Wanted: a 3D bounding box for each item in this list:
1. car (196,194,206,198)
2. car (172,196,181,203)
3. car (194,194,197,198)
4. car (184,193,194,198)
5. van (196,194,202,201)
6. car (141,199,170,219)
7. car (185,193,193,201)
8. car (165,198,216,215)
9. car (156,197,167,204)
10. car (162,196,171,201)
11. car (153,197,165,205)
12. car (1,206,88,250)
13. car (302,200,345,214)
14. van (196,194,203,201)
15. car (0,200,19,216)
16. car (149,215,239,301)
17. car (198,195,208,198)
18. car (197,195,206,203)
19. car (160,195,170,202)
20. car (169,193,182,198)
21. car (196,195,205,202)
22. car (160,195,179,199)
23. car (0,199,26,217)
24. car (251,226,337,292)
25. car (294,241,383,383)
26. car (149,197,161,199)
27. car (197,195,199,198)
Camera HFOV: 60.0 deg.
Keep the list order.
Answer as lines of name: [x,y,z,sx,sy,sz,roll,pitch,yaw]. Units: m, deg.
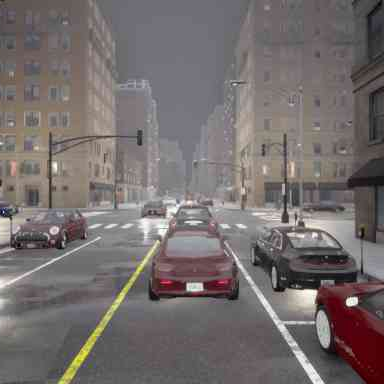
car: [2.256,1.595,63.807,1.752,1.417,4.829,0,0,-1]
car: [-3.567,1.659,76.103,1.994,1.385,4.181,0,0,-1]
car: [2.191,1.399,69.144,2.192,1.841,5.009,0,0,-1]
car: [-0.606,1.342,79.348,2.150,2.045,5.566,0,0,-1]
van: [1.921,1.504,91.171,1.690,1.788,3.998,0,0,-1]
car: [-3.177,1.534,28.667,1.994,1.385,4.181,0,0,0]
car: [-0.738,1.384,90.066,2.150,2.045,5.566,0,0,-1]
car: [0.055,1.358,15.537,2.097,1.767,4.553,0,0,0]
car: [-6.335,1.666,69.045,1.802,1.307,4.206,0,0,-1]
car: [-6.537,1.722,85.568,1.802,1.307,4.206,0,0,-1]
car: [-6.267,1.614,63.538,1.887,1.381,4.507,0,0,-1]
car: [-5.890,1.445,14.161,1.967,1.590,4.097,0,0,0]
car: [14.607,1.648,37.120,4.674,1.442,1.812,0,0,1]
van: [1.989,1.482,85.665,1.690,1.788,3.998,0,0,-1]
car: [-17.175,1.124,26.890,5.566,2.045,2.150,0,0,0]
car: [0.012,1.528,8.233,1.812,1.442,4.674,0,0,-1]
car: [2.393,1.590,52.623,1.887,1.381,4.507,0,0,-1]
car: [2.123,1.541,74.651,1.967,1.590,4.097,0,0,-1]
car: [-6.469,1.560,80.061,1.967,1.590,4.097,0,0,-1]
car: [-3.465,1.290,63.339,2.150,2.045,5.566,0,0,0]
car: [2.056,1.560,80.157,1.967,1.590,4.097,0,0,-1]
car: [-3.344,1.567,50.208,1.812,1.442,4.674,0,0,-1]
car: [-18.053,1.416,30.130,4.902,1.511,2.128,0,0,-1]
car: [2.651,1.553,8.697,2.008,1.369,4.403,0,0,0]
car: [2.667,1.545,3.206,1.887,1.381,4.507,0,0,0]
car: [-6.131,1.596,52.522,2.008,1.369,4.403,0,0,-1]
car: [2.326,1.623,58.130,1.947,1.339,4.313,0,0,-1]
